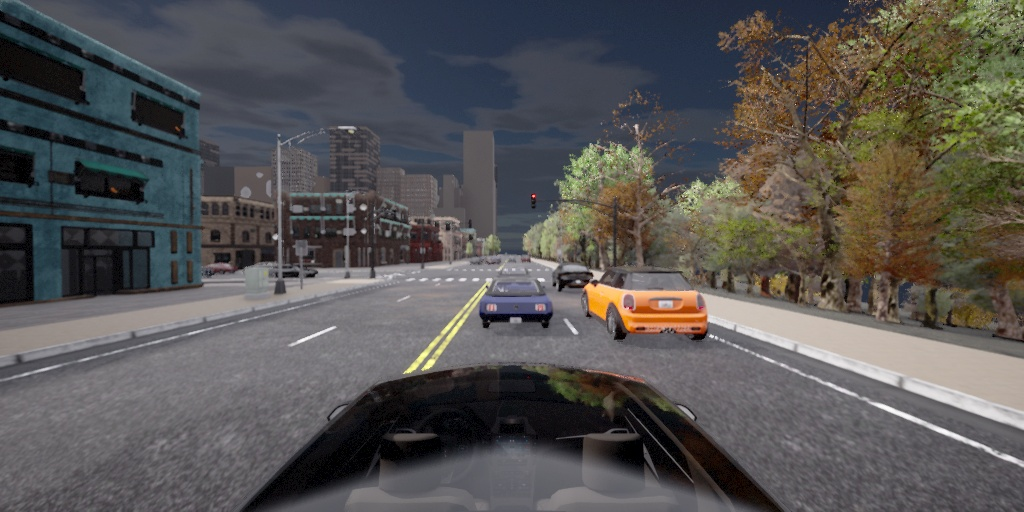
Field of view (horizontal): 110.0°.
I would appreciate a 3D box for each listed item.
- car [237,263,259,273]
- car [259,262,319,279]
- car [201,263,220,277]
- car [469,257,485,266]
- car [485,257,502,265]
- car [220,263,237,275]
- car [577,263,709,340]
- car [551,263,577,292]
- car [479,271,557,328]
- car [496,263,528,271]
[{"bbox_3d":[-28.266,1.359,41.091,4.403,1.370,2.007,0,0,0],"label":"car"},{"bbox_3d":[-19.937,1.407,32.576,4.313,1.339,1.948,0,0,0],"label":"car"},{"bbox_3d":[-31.877,1.500,35.301,4.181,1.385,1.994,-1,1,0],"label":"car"},{"bbox_3d":[-6.513,0.923,64.394,1.837,1.490,4.892,0,0,1],"label":"car"},{"bbox_3d":[-3.263,0.983,64.401,1.994,1.385,4.181,0,0,1],"label":"car"},{"bbox_3d":[-33.802,1.453,41.100,4.207,1.307,1.802,0,0,0],"label":"car"},{"bbox_3d":[3.350,1.060,9.940,2.097,1.767,4.553,0,0,0],"label":"car"},{"bbox_3d":[3.357,1.131,20.460,1.882,1.535,5.008,0,0,1],"label":"car"},{"bbox_3d":[0.104,1.302,11.131,1.895,1.301,4.718,0,0,0],"label":"car"},{"bbox_3d":[0.108,1.253,20.618,1.895,1.301,4.718,0,0,0],"label":"car"}]
